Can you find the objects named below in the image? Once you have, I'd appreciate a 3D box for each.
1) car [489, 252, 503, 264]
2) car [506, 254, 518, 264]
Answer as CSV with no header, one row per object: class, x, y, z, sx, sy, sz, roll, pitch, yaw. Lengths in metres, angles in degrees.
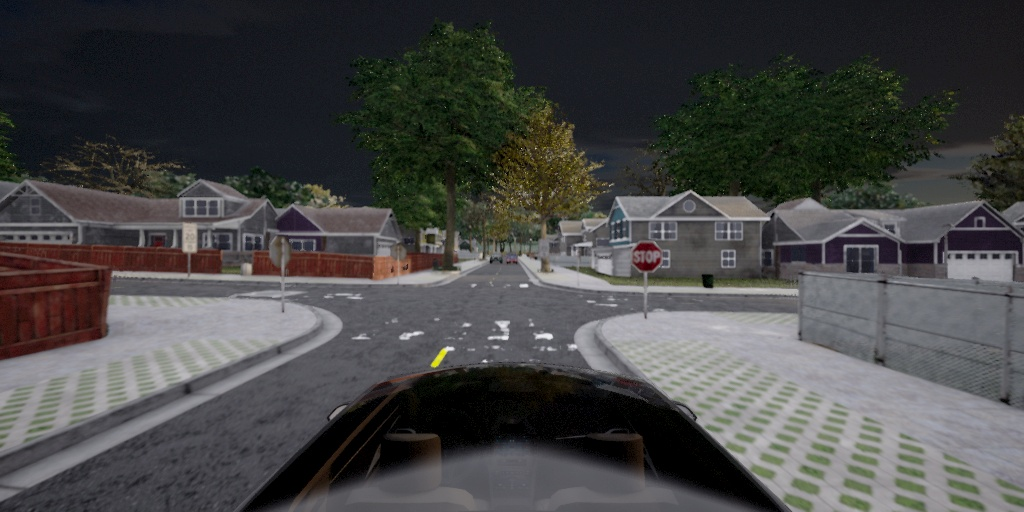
car,-2.757,0.254,63.306,2.150,2.045,5.566,0,1,0
car,-0.006,0.697,58.781,1.895,1.301,4.718,0,1,0
